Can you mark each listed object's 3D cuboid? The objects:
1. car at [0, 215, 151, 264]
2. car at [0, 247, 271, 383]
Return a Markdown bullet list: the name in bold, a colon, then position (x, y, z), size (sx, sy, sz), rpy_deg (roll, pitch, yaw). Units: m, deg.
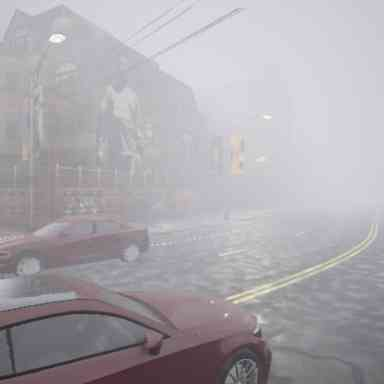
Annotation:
- **car**: position (-3.639, 1.516, 10.351), size (5.008, 1.535, 1.882), rpy_deg (0, 0, -43)
- **car**: position (-1.293, 1.538, 3.061), size (4.674, 1.442, 1.812), rpy_deg (0, 0, -37)
